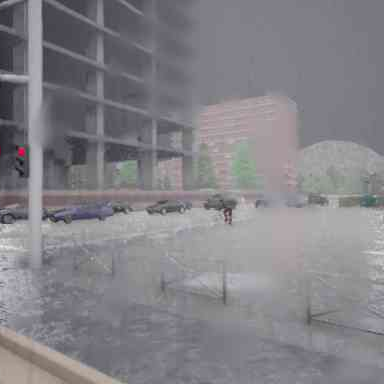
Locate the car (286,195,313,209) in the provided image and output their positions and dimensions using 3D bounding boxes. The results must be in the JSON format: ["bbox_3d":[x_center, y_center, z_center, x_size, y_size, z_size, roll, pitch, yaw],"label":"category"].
[{"bbox_3d":[14.149,1.529,44.418,1.994,1.385,4.181,0,0,35],"label":"car"}]

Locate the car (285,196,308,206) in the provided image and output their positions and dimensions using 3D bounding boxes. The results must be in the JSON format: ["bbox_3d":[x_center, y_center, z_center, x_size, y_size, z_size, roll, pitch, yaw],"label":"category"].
[{"bbox_3d":[17.267,1.461,54.876,2.128,1.511,4.902,0,0,35],"label":"car"}]

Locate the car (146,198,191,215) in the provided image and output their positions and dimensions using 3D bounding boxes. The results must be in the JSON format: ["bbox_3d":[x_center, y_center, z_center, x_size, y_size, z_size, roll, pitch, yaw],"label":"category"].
[{"bbox_3d":[-2.530,1.480,33.321,1.837,1.490,4.892,0,0,35],"label":"car"}]

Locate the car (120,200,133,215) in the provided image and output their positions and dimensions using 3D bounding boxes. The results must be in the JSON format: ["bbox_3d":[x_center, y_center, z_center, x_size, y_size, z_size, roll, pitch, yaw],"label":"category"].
[{"bbox_3d":[-7.815,1.471,31.915,2.128,1.511,4.902,0,0,35],"label":"car"}]

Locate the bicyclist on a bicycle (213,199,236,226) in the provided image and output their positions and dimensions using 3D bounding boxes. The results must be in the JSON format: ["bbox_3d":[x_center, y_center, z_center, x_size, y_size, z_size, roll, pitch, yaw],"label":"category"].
[{"bbox_3d":[1.975,1.262,20.679,1.656,1.620,0.582,0,0,35],"label":"bicyclist on a bicycle"}]

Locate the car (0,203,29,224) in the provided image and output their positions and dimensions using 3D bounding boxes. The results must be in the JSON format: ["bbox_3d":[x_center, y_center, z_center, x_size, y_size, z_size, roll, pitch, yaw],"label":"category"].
[{"bbox_3d":[-12.873,1.543,24.774,1.994,1.385,4.181,0,0,35],"label":"car"}]

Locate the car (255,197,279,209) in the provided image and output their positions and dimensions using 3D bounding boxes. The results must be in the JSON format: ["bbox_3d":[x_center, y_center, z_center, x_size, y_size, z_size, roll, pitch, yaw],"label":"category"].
[{"bbox_3d":[10.099,1.474,44.755,1.837,1.490,4.892,0,0,35],"label":"car"}]

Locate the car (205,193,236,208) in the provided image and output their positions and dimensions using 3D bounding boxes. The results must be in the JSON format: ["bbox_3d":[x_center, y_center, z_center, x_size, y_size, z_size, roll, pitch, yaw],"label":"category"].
[{"bbox_3d":[4.269,1.201,48.897,2.150,2.045,5.566,0,0,35],"label":"car"}]

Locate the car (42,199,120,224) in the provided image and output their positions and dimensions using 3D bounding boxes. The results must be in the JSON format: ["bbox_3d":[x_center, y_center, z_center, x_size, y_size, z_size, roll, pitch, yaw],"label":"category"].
[{"bbox_3d":[-8.370,1.522,25.077,2.033,1.411,5.357,0,0,35],"label":"car"}]

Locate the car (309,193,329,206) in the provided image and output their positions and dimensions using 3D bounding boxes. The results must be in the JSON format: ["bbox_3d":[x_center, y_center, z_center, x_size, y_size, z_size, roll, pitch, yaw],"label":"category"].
[{"bbox_3d":[19.930,1.187,52.586,2.150,2.045,5.566,0,0,35],"label":"car"}]

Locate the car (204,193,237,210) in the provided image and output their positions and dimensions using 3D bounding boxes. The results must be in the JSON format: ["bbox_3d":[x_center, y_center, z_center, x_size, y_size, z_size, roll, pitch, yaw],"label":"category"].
[{"bbox_3d":[3.663,1.196,42.036,2.150,2.045,5.566,0,0,35],"label":"car"}]
